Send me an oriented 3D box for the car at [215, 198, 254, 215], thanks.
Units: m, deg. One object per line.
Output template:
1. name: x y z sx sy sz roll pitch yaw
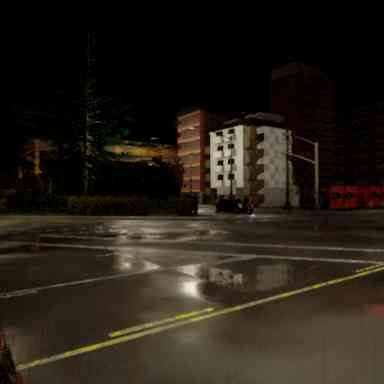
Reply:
1. car: 4.587 1.478 36.425 2.097 1.767 4.553 0 0 -35

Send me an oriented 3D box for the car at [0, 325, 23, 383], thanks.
1. car: -3.657 1.223 1.144 5.566 2.045 2.150 1 -1 -36
